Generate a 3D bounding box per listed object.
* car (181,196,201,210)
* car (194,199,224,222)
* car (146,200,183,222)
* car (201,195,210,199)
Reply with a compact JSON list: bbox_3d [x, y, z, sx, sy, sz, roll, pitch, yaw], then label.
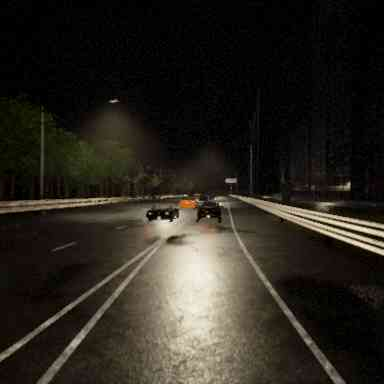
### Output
[{"bbox_3d":[-0.415,1.377,43.692,2.097,1.767,4.553,0,0,6],"label":"car"},{"bbox_3d":[1.465,1.537,26.865,1.837,1.490,4.892,0,0,6],"label":"car"},{"bbox_3d":[-2.158,1.601,26.171,1.895,1.301,4.718,0,0,6],"label":"car"},{"bbox_3d":[2.487,1.585,73.620,1.837,1.490,4.892,0,0,5],"label":"car"}]
